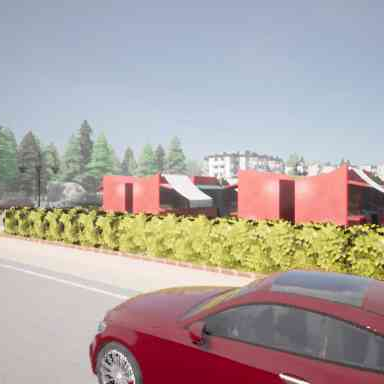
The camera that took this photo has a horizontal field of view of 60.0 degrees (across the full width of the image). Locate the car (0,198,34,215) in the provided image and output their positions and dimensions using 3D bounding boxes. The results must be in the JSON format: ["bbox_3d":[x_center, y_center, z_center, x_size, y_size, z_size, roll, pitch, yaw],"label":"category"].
[{"bbox_3d":[-18.802,1.406,34.385,2.097,1.767,4.553,0,0,36],"label":"car"}]

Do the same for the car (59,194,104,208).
[{"bbox_3d":[-12.125,1.275,37.582,2.150,2.045,5.566,0,0,36],"label":"car"}]

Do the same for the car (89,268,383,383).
[{"bbox_3d":[1.015,1.526,3.249,4.674,1.442,1.812,0,0,35],"label":"car"}]
